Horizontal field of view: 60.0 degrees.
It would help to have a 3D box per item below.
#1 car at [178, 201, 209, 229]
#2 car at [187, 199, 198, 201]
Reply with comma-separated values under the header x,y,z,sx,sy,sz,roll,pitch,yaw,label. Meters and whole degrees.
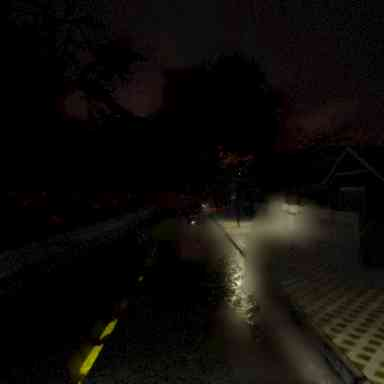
x,y,z,sx,sy,sz,roll,pitch,yaw,label
0.085,1.657,22.919,1.837,1.490,4.892,0,0,0,car
0.070,1.639,40.971,2.097,1.767,4.553,0,0,0,car
